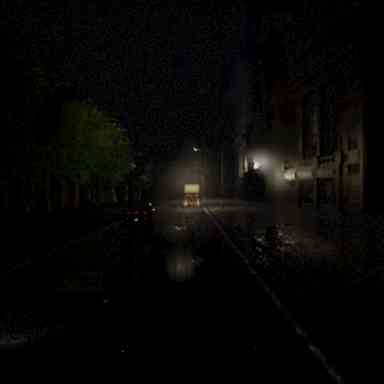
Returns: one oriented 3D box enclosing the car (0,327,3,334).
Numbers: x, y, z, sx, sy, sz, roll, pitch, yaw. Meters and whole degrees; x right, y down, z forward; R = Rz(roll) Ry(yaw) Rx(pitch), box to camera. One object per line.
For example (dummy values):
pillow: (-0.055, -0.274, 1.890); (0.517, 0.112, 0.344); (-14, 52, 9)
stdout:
car: (-3.402, 1.548, 1.862); (2.033, 1.411, 5.357); (0, 0, 0)

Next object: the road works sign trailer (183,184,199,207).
road works sign trailer: (-0.016, 0.482, 52.865); (2.380, 3.560, 2.880); (0, 0, 0)

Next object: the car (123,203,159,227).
car: (-3.408, 1.497, 22.780); (2.128, 1.511, 4.902); (0, 0, 0)
